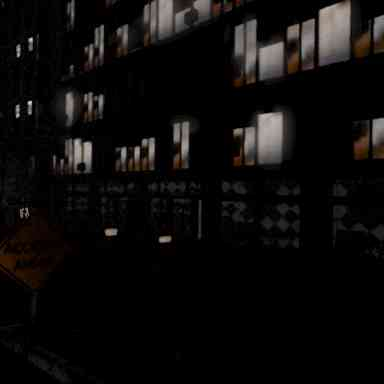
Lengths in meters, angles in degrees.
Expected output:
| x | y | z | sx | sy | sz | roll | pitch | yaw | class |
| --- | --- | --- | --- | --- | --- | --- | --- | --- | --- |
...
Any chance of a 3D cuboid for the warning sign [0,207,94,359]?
| x | y | z | sx | sy | sz | roll | pitch | yaw | class |
| --- | --- | --- | --- | --- | --- | --- | --- | --- | --- |
| -2.381 | 1.180 | 5.026 | 1.060 | 1.860 | 1.300 | 1 | -1 | 38 | warning sign |
